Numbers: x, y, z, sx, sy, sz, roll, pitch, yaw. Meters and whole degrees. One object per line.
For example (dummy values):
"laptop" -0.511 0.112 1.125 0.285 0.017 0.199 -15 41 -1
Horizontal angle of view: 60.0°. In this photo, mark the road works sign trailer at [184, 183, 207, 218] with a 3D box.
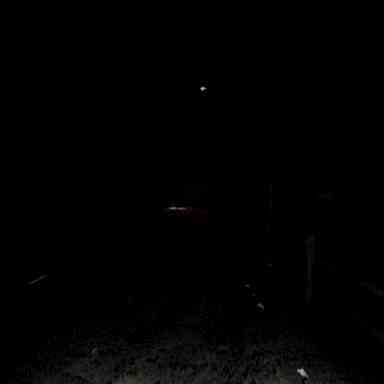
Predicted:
"road works sign trailer" 0.344 0.804 35.370 2.380 3.560 2.880 1 3 -6

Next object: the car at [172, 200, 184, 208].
"car" -2.726 2.321 64.945 1.837 1.490 4.892 0 0 0
